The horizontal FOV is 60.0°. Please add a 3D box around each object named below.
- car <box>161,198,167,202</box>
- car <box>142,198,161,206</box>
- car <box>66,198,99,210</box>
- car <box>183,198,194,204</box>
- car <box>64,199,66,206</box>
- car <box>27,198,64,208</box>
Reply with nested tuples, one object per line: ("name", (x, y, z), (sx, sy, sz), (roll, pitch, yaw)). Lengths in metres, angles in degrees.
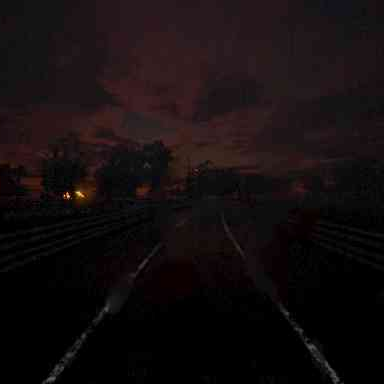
("car", (-8.319, 2.364, 89.482), (1.994, 1.385, 4.181), (0, -1, 19))
("car", (-8.477, 2.047, 66.698), (1.994, 1.385, 4.181), (0, -1, 18))
("car", (-14.660, 1.560, 45.803), (2.097, 1.767, 4.553), (0, -1, 16))
("car", (-1.646, 2.315, 87.363), (2.033, 1.411, 5.357), (0, -1, 19))
("car", (-20.329, 1.779, 51.419), (1.837, 1.490, 4.892), (0, -1, 16))
("car", (-19.118, 1.702, 42.886), (1.812, 1.442, 4.674), (0, -1, 16))
